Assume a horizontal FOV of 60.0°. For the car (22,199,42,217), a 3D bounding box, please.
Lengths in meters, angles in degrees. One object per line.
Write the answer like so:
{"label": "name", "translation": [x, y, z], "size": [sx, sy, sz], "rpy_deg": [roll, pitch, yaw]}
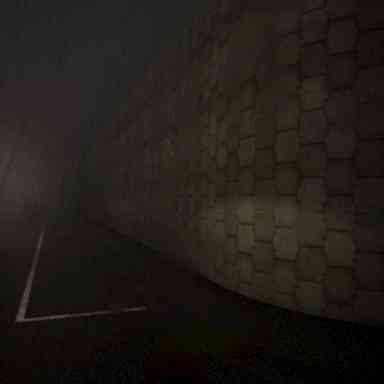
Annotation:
{"label": "car", "translation": [-20.064, 2.131, 41.826], "size": [2.097, 1.767, 4.553], "rpy_deg": [2, -2, -23]}
